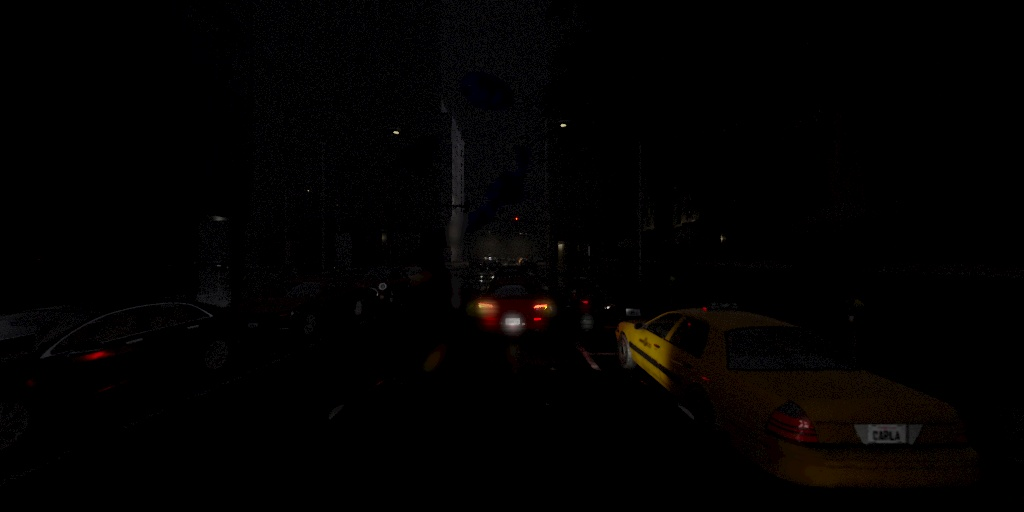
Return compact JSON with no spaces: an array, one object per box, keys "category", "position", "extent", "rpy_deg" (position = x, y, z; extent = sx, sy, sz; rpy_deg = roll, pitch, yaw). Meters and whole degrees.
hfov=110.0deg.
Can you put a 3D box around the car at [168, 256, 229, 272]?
[{"category":"car","position":[-28.250,0.747,32.564],"extent":[4.892,1.490,1.837],"rpy_deg":[1,0,0]}]

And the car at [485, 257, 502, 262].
[{"category":"car","position":[-3.128,1.351,57.926],"extent":[1.994,1.385,4.181],"rpy_deg":[0,0,0]}]

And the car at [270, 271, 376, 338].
[{"category":"car","position":[-5.768,1.299,10.227],"extent":[1.888,1.381,4.507],"rpy_deg":[0,0,0]}]

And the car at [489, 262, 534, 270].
[{"category":"car","position":[0.006,1.263,18.938],"extent":[1.837,1.490,4.892],"rpy_deg":[0,0,0]}]

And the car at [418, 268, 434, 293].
[{"category":"car","position":[-5.776,1.285,20.971],"extent":[1.751,1.417,4.829],"rpy_deg":[0,0,0]}]

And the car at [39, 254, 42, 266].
[{"category":"car","position":[-48.214,0.431,35.662],"extent":[4.181,1.385,1.994],"rpy_deg":[1,0,0]}]

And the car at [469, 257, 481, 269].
[{"category":"car","position":[-5.806,1.102,58.549],"extent":[2.192,1.841,5.009],"rpy_deg":[0,0,0]}]

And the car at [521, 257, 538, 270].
[{"category":"car","position":[2.724,1.223,53.118],"extent":[1.967,1.591,4.097],"rpy_deg":[0,0,0]}]

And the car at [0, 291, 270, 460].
[{"category":"car","position":[-5.763,1.302,4.770],"extent":[2.007,1.370,4.403],"rpy_deg":[0,0,0]}]

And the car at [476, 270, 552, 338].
[{"category":"car","position":[0.064,1.279,10.071],"extent":[1.812,1.442,4.674],"rpy_deg":[0,0,0]}]

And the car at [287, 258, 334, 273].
[{"category":"car","position":[-17.845,0.949,32.591],"extent":[4.892,1.490,1.837],"rpy_deg":[1,0,0]}]

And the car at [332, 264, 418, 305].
[{"category":"car","position":[-5.772,1.196,15.685],"extent":[1.967,1.591,4.097],"rpy_deg":[0,0,0]}]

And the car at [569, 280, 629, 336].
[{"category":"car","position":[2.757,1.319,10.236],"extent":[1.948,1.339,4.313],"rpy_deg":[0,0,0]}]

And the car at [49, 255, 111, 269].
[{"category":"car","position":[-38.973,0.603,32.545],"extent":[4.181,1.385,1.994],"rpy_deg":[1,0,0]}]

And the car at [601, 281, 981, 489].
[{"category":"car","position":[2.762,1.277,4.949],"extent":[1.751,1.417,4.829],"rpy_deg":[0,0,0]}]

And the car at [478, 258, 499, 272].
[{"category":"car","position":[-3.134,1.304,47.959],"extent":[1.812,1.442,4.674],"rpy_deg":[0,0,0]}]
